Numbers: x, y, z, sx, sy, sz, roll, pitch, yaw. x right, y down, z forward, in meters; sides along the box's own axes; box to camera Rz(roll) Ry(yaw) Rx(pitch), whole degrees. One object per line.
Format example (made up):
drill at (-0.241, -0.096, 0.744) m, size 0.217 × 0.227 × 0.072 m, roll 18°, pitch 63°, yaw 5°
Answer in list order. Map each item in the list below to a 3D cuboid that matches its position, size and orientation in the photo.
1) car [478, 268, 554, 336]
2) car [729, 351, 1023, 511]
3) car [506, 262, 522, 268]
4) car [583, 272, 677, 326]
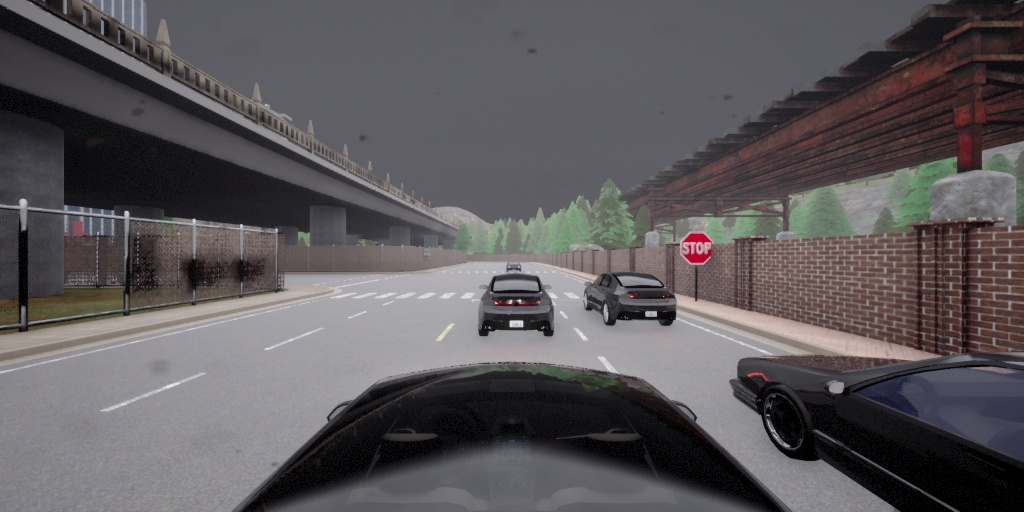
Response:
car at (0.103, 1.255, 10.334) m, size 1.837 × 1.490 × 4.892 m, roll 0°, pitch 0°, yaw 0°
car at (3.600, 1.297, 1.945) m, size 2.033 × 1.411 × 5.357 m, roll 0°, pitch 0°, yaw 0°
car at (0.217, 1.351, 45.479) m, size 1.895 × 1.301 × 4.718 m, roll 0°, pitch 0°, yaw -1°
car at (3.605, 1.255, 11.692) m, size 1.837 × 1.490 × 4.892 m, roll 0°, pitch 0°, yaw 0°
